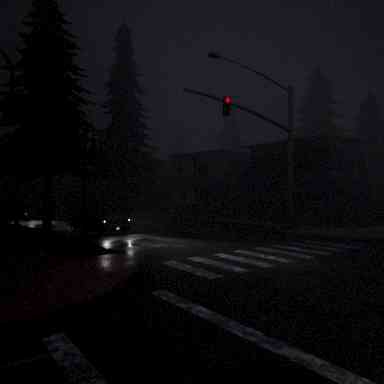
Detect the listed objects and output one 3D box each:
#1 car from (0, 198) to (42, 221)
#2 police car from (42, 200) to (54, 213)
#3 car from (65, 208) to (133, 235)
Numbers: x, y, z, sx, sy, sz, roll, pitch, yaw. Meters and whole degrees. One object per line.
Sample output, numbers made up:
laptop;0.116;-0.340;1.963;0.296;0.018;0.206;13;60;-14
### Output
car;-14.843;1.473;27.093;4.902;1.511;2.128;0;0;35
police car;-15.029;1.407;31.249;5.238;1.638;1.930;0;0;36
car;-5.342;1.582;18.826;1.895;1.301;4.718;0;0;-43
